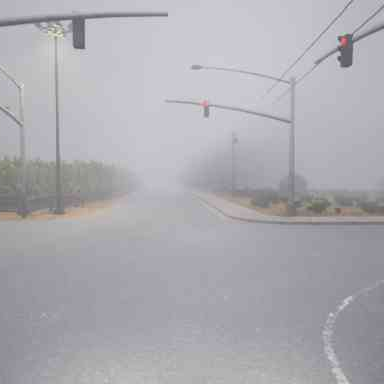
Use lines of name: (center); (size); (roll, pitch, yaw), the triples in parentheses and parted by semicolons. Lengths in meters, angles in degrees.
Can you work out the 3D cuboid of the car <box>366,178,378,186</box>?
car: (42.107, -2.270, 77.560); (1.905, 1.878, 3.866); (10, 10, 41)
